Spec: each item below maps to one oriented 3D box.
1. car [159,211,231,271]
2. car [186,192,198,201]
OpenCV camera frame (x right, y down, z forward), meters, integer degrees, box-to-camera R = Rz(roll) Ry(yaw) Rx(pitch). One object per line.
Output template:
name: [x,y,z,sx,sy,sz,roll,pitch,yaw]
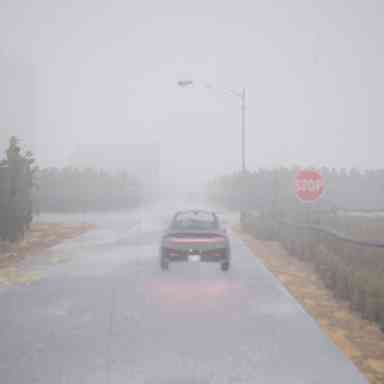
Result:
car: [0.124,1.319,10.282,2.128,1.511,4.902,0,1,2]
car: [0.003,0.709,61.699,2.097,1.767,4.553,0,1,0]
